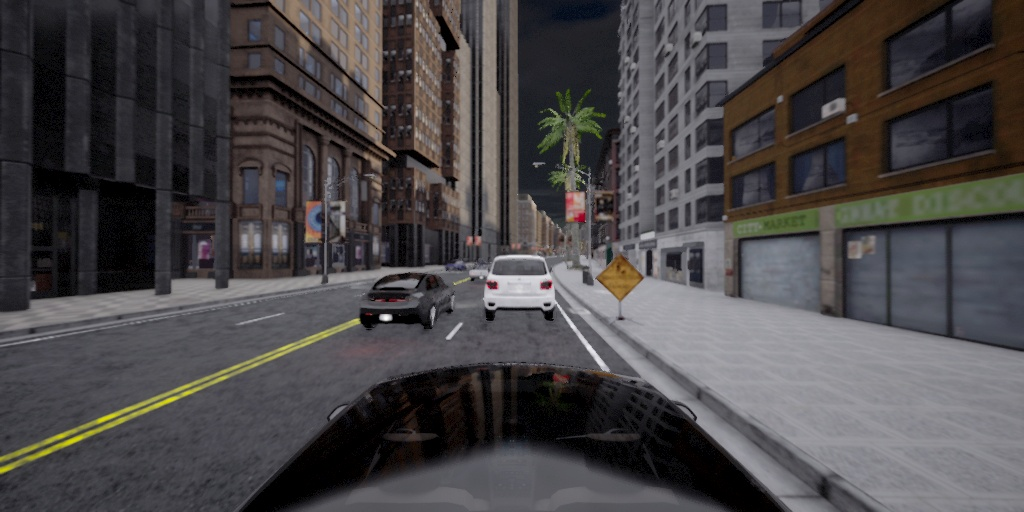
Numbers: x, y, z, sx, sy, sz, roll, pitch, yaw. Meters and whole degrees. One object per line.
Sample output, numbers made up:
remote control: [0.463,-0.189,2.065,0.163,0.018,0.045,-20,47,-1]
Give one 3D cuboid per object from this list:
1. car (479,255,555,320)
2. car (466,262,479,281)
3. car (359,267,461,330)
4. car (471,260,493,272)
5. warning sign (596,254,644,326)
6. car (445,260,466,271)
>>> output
car: [0.281,0.979,12.873,2.150,2.045,5.566,0,0,2]
car: [-2.125,1.334,29.096,1.895,1.301,4.718,0,0,4]
car: [-3.017,1.258,11.209,1.837,1.490,4.892,0,0,2]
car: [-3.858,1.263,47.067,1.994,1.385,4.181,0,0,7]
warning sign: [2.947,0.872,9.769,1.300,1.860,1.060,0,0,1]
car: [-7.215,1.227,46.362,1.812,1.442,4.674,0,0,7]
